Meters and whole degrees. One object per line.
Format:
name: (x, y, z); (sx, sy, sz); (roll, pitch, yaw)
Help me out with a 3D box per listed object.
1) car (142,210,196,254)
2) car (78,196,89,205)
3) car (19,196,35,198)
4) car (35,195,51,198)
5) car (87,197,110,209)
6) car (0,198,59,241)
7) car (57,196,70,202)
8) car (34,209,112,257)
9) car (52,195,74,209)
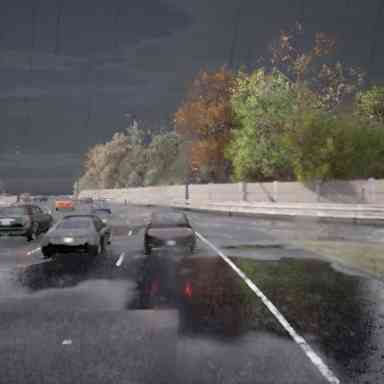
car: (-0.988, 1.501, 13.634); (2.128, 1.511, 4.902); (0, 0, -7)
car: (-20.407, 1.624, 64.135); (1.837, 1.490, 4.892); (0, -1, -36)
car: (-37.234, 1.551, 73.640); (4.674, 1.442, 1.812); (0, 0, 43)
car: (-34.714, 1.515, 76.068); (4.892, 1.490, 1.837); (0, 0, 43)
car: (-10.258, 1.612, 37.167); (2.033, 1.411, 5.357); (0, 0, -20)
car: (-8.574, 1.401, 16.888); (2.097, 1.767, 4.553); (0, 0, -9)
car: (-30.305, 1.590, 78.309); (1.895, 1.301, 4.718); (0, 0, -31)
car: (-4.382, 1.590, 13.156); (1.994, 1.385, 4.181); (0, 0, -7)
car: (-16.693, 1.451, 43.405); (2.097, 1.767, 4.553); (0, 0, -24)
